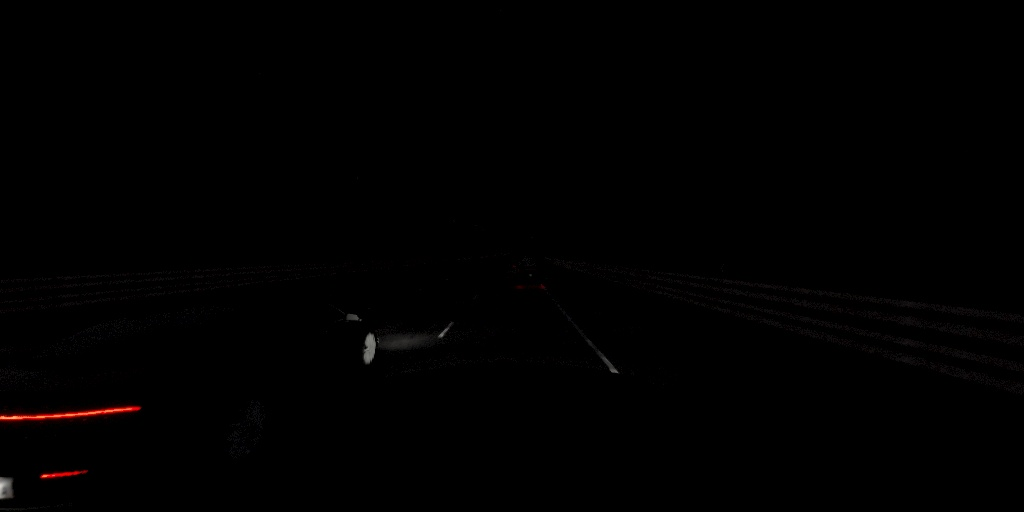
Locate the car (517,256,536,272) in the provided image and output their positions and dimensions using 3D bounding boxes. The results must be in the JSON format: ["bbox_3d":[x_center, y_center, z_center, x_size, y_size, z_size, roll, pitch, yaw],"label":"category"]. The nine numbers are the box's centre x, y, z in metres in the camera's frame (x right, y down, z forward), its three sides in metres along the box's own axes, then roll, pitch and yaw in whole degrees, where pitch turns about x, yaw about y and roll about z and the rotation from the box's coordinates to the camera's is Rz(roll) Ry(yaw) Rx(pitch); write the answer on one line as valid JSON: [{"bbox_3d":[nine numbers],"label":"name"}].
[{"bbox_3d":[1.645,0.859,41.833,2.097,1.767,4.553,0,0,2],"label":"car"}]

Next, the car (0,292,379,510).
[{"bbox_3d":[-3.391,1.236,4.758,1.837,1.490,4.892,0,1,0],"label":"car"}]

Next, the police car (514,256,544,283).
[{"bbox_3d":[1.254,1.028,26.100,1.930,1.638,5.238,0,0,1],"label":"police car"}]
